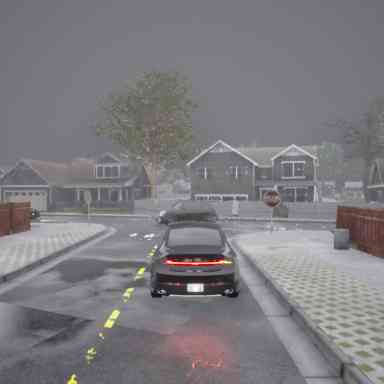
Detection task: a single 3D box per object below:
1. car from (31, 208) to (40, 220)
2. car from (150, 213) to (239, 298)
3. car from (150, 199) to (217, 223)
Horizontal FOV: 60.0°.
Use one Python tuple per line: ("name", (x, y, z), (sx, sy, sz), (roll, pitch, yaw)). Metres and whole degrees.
("car", (-14.033, 1.497, 25.789), (4.181, 1.385, 1.994), (0, 0, 13))
("car", (0.045, 1.506, 8.517), (1.837, 1.490, 4.892), (0, 0, 0))
("car", (-0.549, 1.363, 22.936), (4.553, 1.767, 2.097), (0, 1, -25))
